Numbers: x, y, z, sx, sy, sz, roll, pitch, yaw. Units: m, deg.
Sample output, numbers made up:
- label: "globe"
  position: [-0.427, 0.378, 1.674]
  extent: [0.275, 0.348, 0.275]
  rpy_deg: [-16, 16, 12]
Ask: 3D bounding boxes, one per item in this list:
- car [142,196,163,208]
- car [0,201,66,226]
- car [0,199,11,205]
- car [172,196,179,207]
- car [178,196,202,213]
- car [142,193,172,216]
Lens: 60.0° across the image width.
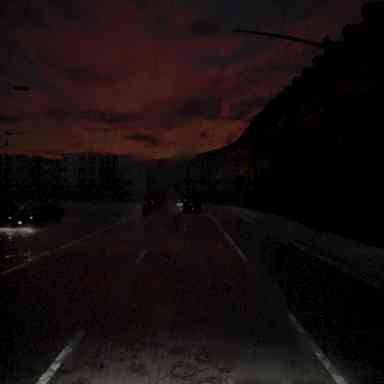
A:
- label: "car"
  position: [-5.564, 1.368, 46.376]
  extent: [1.837, 1.490, 4.892]
  rpy_deg: [0, 0, -19]
- label: "car"
  position: [-10.554, 1.480, 23.049]
  extent: [2.033, 1.411, 5.357]
  rpy_deg: [0, 0, 0]
- label: "car"
  position: [-14.054, 1.284, 23.180]
  extent: [2.097, 1.767, 4.553]
  rpy_deg: [0, 0, 0]
- label: "car"
  position: [-2.107, 1.352, 47.114]
  extent: [2.128, 1.511, 4.902]
  rpy_deg: [0, 0, -19]
- label: "car"
  position: [-0.038, 1.389, 34.848]
  extent: [2.128, 1.511, 4.902]
  rpy_deg: [0, 0, -3]
- label: "car"
  position: [-3.428, 1.126, 32.116]
  extent: [2.150, 2.045, 5.566]
  rpy_deg: [0, 0, 0]
